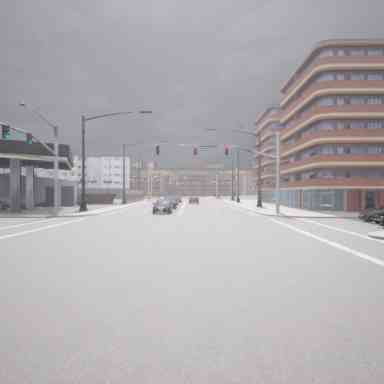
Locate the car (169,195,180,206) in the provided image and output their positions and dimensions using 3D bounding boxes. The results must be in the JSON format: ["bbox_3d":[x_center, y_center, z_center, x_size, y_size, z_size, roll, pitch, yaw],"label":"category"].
[{"bbox_3d":[-3.133,1.352,44.948,2.097,1.767,4.553,0,0,0],"label":"car"}]

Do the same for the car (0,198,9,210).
[{"bbox_3d":[-23.943,1.456,39.422,3.806,1.475,1.970,0,0,1],"label":"car"}]

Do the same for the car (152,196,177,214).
[{"bbox_3d":[-3.076,1.491,35.230,2.128,1.511,4.902,0,0,0],"label":"car"}]

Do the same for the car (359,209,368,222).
[{"bbox_3d":[14.510,1.507,23.681,4.892,1.490,1.837,1,0,1],"label":"car"}]

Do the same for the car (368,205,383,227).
[{"bbox_3d":[13.691,1.601,20.181,4.718,1.301,1.895,0,0,0],"label":"car"}]

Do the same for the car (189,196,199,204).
[{"bbox_3d":[0.345,1.491,63.731,2.128,1.511,4.902,0,0,0],"label":"car"}]
